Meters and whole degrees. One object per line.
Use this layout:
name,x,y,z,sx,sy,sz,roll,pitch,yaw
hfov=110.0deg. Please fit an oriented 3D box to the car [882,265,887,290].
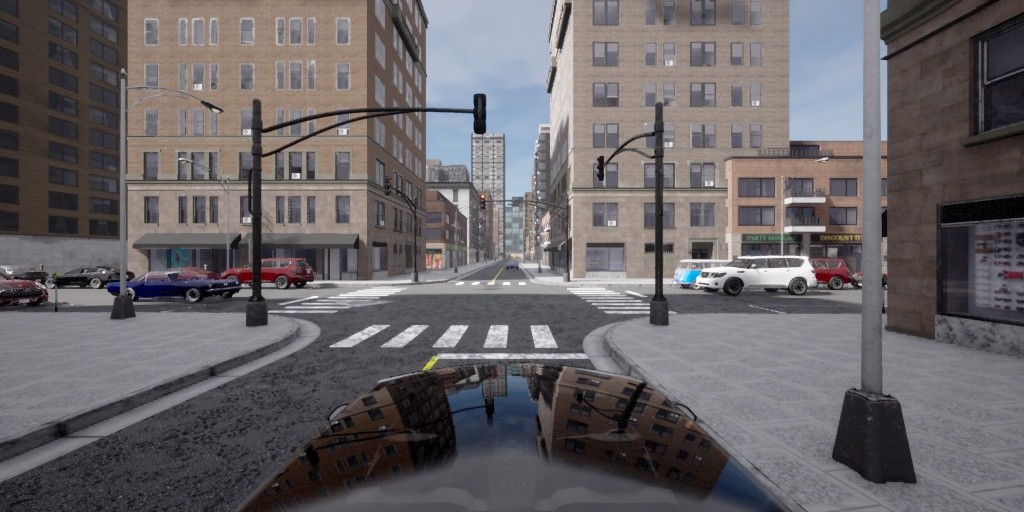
car,23.235,1.216,21.850,4.097,1.591,1.967,0,0,0

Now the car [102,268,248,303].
car,-14.997,1.345,16.139,4.718,1.301,1.895,0,0,3

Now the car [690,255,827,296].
car,12.963,0.990,19.153,5.566,2.045,2.150,0,0,0

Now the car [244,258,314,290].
car,-14.904,1.059,22.081,5.009,1.841,2.192,0,0,0

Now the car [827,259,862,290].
car,17.639,1.086,21.884,5.009,1.841,2.192,0,0,0

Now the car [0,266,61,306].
car,-20.454,1.179,13.589,4.097,1.591,1.967,0,0,0

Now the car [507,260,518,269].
car,0.073,1.322,55.365,2.033,1.411,5.357,0,0,0

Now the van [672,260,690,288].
van,12.043,1.108,21.918,3.998,1.789,1.690,0,0,0

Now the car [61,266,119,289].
car,-25.951,1.299,22.148,4.313,1.339,1.948,0,0,0
